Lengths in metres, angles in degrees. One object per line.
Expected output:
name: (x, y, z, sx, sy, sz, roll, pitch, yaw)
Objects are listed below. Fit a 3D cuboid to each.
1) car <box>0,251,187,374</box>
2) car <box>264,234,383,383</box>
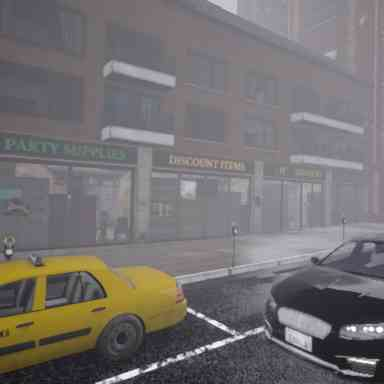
car: (-2.356, 1.526, 4.394, 4.829, 1.417, 1.752, 0, 2, -35)
car: (3.264, 1.495, 5.394, 4.902, 1.511, 2.128, 0, 0, -35)
